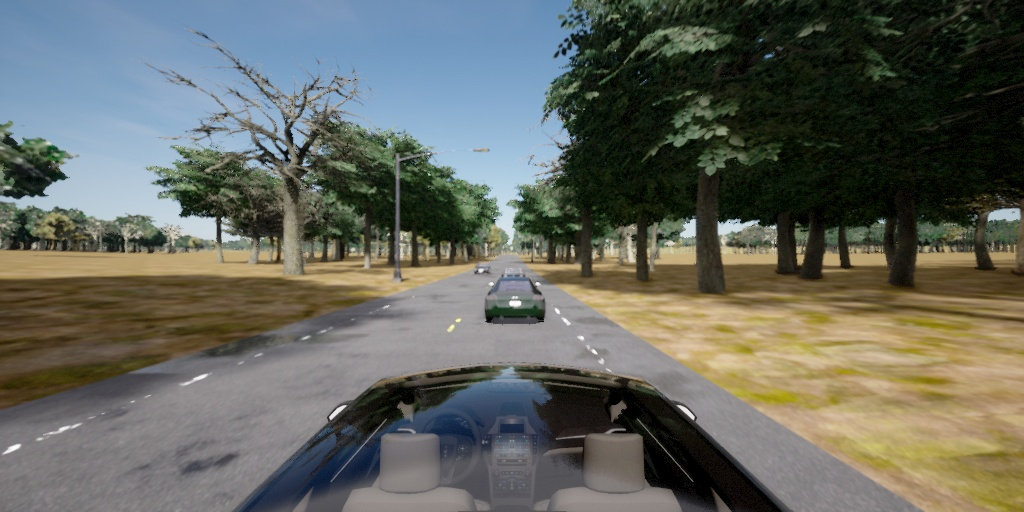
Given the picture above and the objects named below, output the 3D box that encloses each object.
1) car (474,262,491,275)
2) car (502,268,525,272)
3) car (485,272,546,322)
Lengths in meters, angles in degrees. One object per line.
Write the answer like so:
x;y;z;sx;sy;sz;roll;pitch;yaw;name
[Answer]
-3.575;1.550;44.166;2.128;1.511;4.902;0;0;0;car
0.099;1.594;28.755;1.895;1.301;4.718;0;0;0;car
0.098;1.430;12.901;1.994;1.385;4.181;0;-1;0;car
